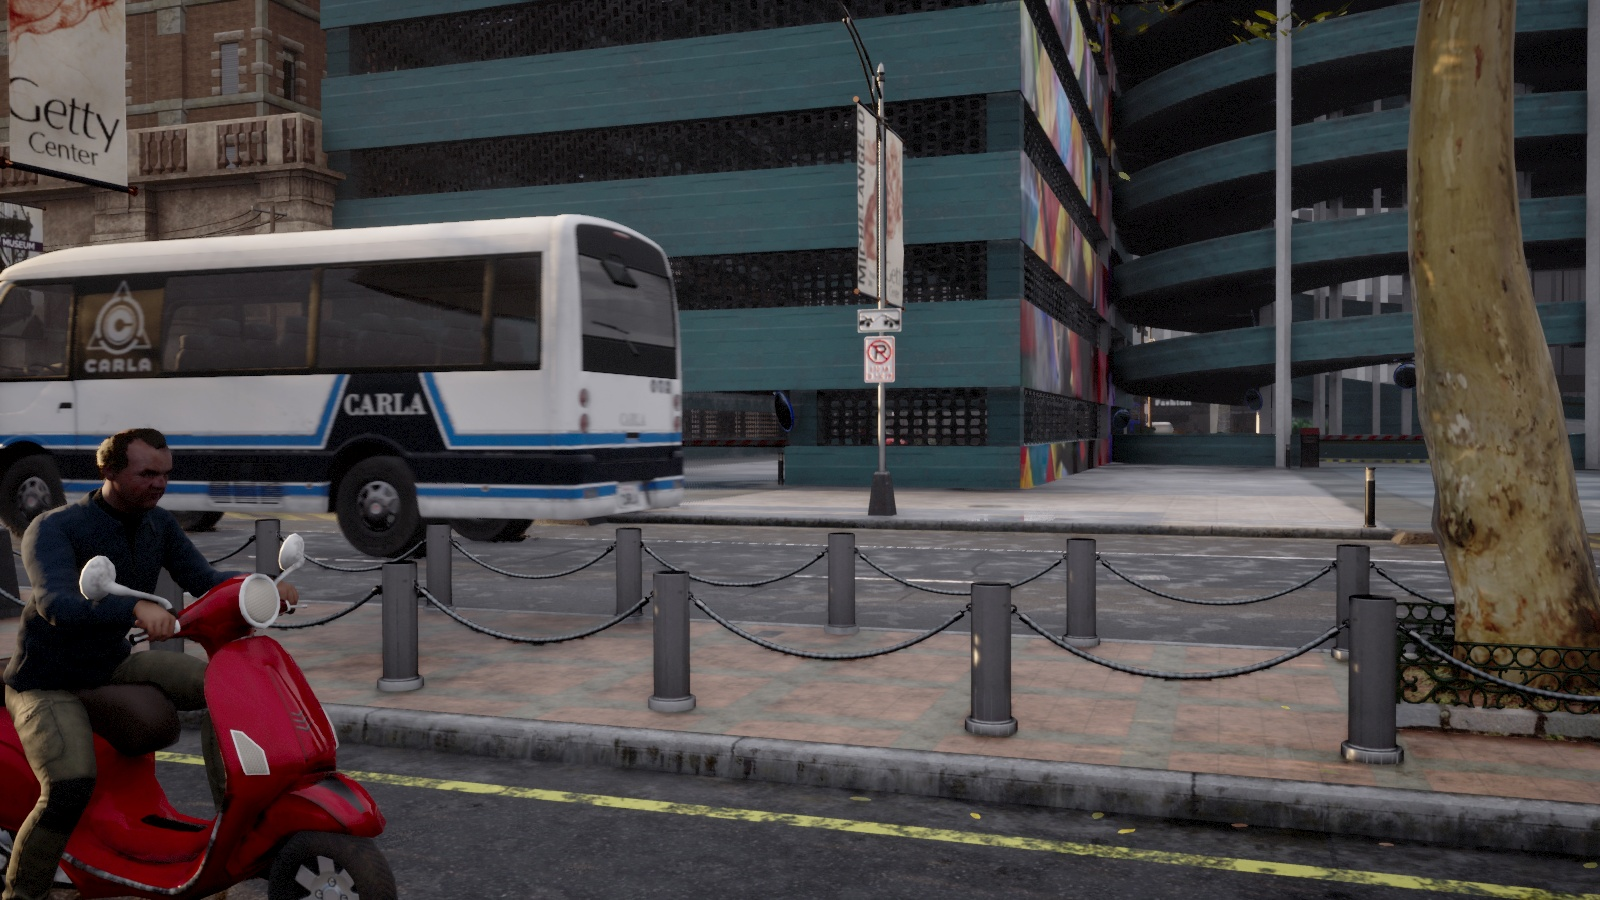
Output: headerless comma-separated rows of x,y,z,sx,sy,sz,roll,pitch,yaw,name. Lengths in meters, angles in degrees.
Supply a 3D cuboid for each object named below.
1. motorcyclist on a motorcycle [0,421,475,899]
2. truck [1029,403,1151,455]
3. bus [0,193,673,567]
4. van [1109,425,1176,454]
-2.034,0.710,3.877,1.817,1.590,0.866,1,1,19,motorcyclist on a motorcycle
20.081,-1.472,86.909,7.936,3.462,2.891,1,1,18,truck
-7.325,-0.862,17.770,10.273,4.253,3.944,1,1,19,bus
24.295,-0.757,89.176,4.442,1.987,1.775,1,1,20,van
